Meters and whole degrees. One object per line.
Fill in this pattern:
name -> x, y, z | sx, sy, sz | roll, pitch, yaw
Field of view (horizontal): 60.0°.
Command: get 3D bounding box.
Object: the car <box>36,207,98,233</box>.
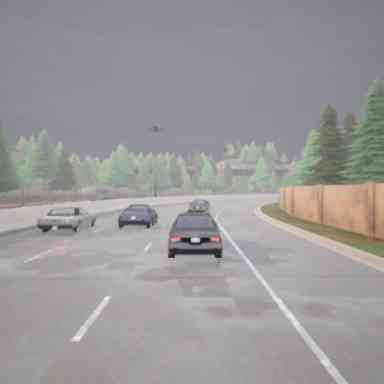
car -> -6.878, 1.496, 18.936 | 1.895, 1.301, 4.718 | 0, 0, 0

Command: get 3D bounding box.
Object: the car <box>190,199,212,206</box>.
car -> 0.796, 1.377, 30.991 | 2.033, 1.411, 5.357 | 0, 0, 7

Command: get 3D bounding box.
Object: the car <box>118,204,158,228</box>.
car -> -3.332, 1.447, 21.193 | 1.994, 1.385, 4.181 | 0, 0, 1

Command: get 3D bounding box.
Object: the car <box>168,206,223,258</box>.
car -> 0.101, 1.478, 12.492 | 2.033, 1.411, 5.357 | 0, 0, 0

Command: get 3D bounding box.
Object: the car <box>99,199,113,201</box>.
car -> -15.197, 1.047, 55.630 | 2.097, 1.767, 4.553 | 0, 0, 19
